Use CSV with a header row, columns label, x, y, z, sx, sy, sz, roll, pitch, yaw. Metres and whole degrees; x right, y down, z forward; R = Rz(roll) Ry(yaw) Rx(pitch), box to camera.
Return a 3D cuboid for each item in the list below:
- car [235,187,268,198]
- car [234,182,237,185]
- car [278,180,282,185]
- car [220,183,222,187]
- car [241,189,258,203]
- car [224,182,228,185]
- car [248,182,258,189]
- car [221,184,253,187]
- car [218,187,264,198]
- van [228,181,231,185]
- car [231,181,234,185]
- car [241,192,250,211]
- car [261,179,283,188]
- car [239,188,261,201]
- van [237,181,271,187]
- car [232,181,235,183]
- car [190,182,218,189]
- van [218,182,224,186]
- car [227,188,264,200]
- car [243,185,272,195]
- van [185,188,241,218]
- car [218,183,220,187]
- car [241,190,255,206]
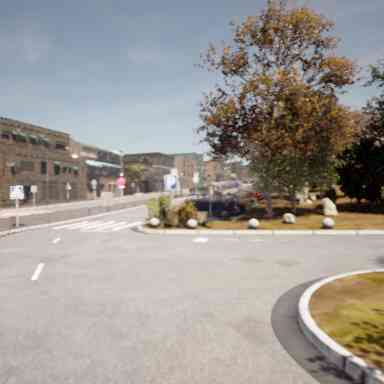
label,x,y,z,sx,sy,sz,roll,pitch,yaw
car,9.004,0.059,50.525,4.674,1.452,2.002,-1,2,18
car,11.238,-0.902,74.397,2.033,1.411,5.357,-1,2,18
car,17.342,-1.535,76.952,5.566,2.045,2.435,-1,2,18
car,3.838,-0.766,77.497,4.674,1.452,2.002,-1,2,18
car,4.011,0.836,34.657,4.792,1.488,2.163,-1,2,18
car,5.521,-1.069,82.837,5.008,1.535,2.097,-1,2,18
car,17.026,-1.848,92.672,2.128,1.511,4.902,-1,3,18
car,6.519,0.286,42.578,4.553,1.767,2.185,-1,2,18
car,5.662,0.543,39.947,5.008,1.535,2.097,-1,2,18
van,7.320,-1.567,88.132,4.442,1.987,1.878,-1,2,18
car,8.092,-1.447,90.838,4.792,1.488,2.163,-1,2,18
car,2.337,1.101,29.370,4.792,1.488,2.163,-1,2,18
car,22.366,-2.359,92.813,5.566,2.045,2.435,-1,3,18
car,4.814,0.677,37.308,4.892,1.521,2.231,-1,2,18
van,9.946,-0.340,53.121,4.442,1.987,1.878,-1,2,18
car,8.908,-1.579,93.521,4.674,1.452,2.002,-1,3,18
car,2.107,-0.793,72.156,5.566,2.045,2.435,-1,2,18
van,4.783,-1.166,80.122,4.442,1.987,1.878,-1,2,18
car,7.330,0.321,45.237,4.674,1.452,2.002,-1,2,18
car,11.491,-0.342,58.460,4.792,1.488,2.163,-1,2,18
van,1.351,0.982,26.764,4.442,1.987,1.878,-1,2,18
car,2.812,-0.673,74.883,5.366,1.575,1.946,-1,2,18
car,2.968,0.941,32.079,5.366,1.575,1.946,-1,2,18
